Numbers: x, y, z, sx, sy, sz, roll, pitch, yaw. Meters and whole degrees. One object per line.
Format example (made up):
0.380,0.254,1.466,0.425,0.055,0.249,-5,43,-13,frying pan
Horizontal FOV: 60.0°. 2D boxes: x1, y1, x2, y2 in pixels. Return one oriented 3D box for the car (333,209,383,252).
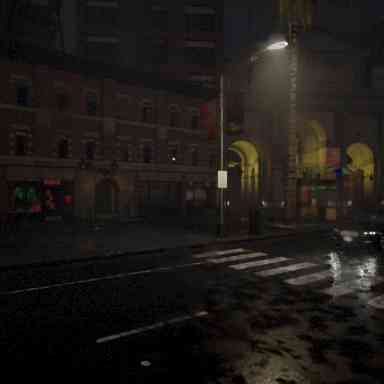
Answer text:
7.824,1.491,13.866,4.902,1.511,2.128,0,0,-35,car
